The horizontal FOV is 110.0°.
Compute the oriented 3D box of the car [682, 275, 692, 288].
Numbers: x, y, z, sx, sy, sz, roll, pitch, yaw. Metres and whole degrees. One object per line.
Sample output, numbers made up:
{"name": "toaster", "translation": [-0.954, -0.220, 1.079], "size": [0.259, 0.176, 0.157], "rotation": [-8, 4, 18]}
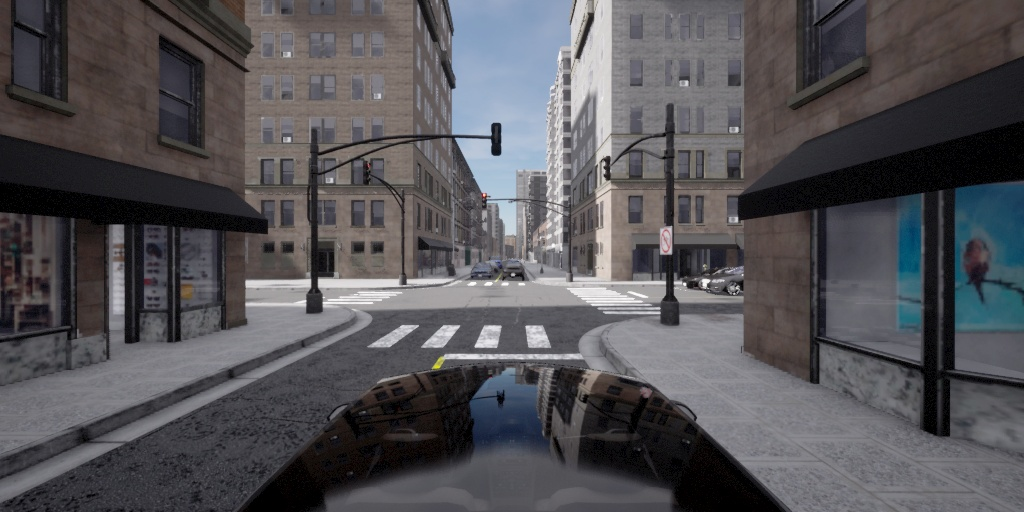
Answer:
{"name": "car", "translation": [12.448, 1.313, 21.314], "size": [4.313, 1.339, 1.948], "rotation": [0, 0, 0]}

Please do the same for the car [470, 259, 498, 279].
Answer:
{"name": "car", "translation": [-2.718, 1.305, 33.471], "size": [2.033, 1.411, 5.357], "rotation": [0, 0, 0]}

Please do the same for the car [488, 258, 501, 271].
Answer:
{"name": "car", "translation": [-2.673, 1.293, 43.759], "size": [1.812, 1.442, 4.674], "rotation": [0, 0, 0]}

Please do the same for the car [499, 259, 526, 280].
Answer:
{"name": "car", "translation": [0.157, 1.261, 31.582], "size": [1.837, 1.490, 4.892], "rotation": [0, 0, 1]}

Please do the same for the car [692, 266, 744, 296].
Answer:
{"name": "car", "translation": [12.546, 1.247, 18.775], "size": [4.902, 1.511, 2.128], "rotation": [0, 0, 0]}

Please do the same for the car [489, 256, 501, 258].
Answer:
{"name": "car", "translation": [-2.621, 1.001, 54.090], "size": [2.150, 2.045, 5.566], "rotation": [0, 0, 1]}
